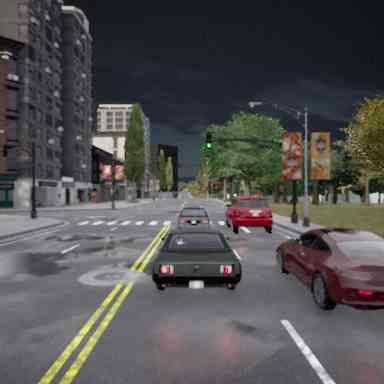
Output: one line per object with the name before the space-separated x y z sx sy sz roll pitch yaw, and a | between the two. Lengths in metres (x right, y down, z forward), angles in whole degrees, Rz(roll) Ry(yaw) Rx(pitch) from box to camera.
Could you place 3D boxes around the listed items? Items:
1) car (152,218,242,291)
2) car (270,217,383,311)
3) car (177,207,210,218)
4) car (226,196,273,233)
car | 0.094 1.628 9.077 1.895 1.301 4.718 0 0 0
car | 3.346 1.549 7.690 1.812 1.442 4.674 0 0 0
car | 0.087 1.605 19.704 2.033 1.411 5.357 0 0 0
car | 3.336 1.280 20.165 2.150 2.045 5.566 0 0 0
